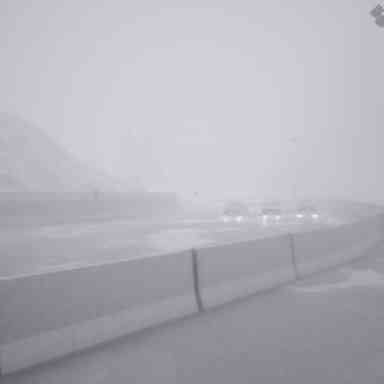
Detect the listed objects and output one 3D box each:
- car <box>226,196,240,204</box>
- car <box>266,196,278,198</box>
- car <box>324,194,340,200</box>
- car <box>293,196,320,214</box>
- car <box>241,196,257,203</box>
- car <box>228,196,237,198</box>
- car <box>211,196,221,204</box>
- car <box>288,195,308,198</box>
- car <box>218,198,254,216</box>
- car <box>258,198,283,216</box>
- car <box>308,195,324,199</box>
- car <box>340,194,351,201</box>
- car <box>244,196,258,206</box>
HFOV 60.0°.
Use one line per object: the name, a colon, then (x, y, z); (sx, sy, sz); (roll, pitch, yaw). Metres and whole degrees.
car: (8.511, 1.597, 69.205); (1.837, 1.490, 4.892); (0, 0, -5)
car: (13.302, 1.393, 54.716); (2.097, 1.767, 4.553); (0, 0, -4)
car: (29.296, 1.315, 72.444); (2.033, 1.411, 5.357); (0, 0, -5)
car: (12.383, 1.523, 36.311); (1.837, 1.490, 4.892); (1, 0, 12)
car: (11.943, 1.615, 70.090); (2.033, 1.411, 5.357); (0, 0, -5)
car: (6.430, 1.685, 52.784); (1.895, 1.301, 4.718); (0, 0, -4)
car: (5.056, 1.598, 68.549); (1.882, 1.535, 5.008); (0, 0, -5)
car: (22.328, 1.347, 71.785); (2.128, 1.511, 4.902); (0, 0, -5)
car: (4.582, 1.612, 33.776); (2.033, 1.411, 5.357); (0, 0, 20)
car: (8.293, 1.587, 33.966); (2.033, 1.411, 5.357); (0, 0, 18)
car: (25.812, 1.339, 72.114); (2.033, 1.411, 5.357); (0, 0, -5)
car: (32.781, 1.252, 72.774); (1.837, 1.490, 4.892); (0, 0, -5)
car: (9.859, 1.588, 53.857); (1.812, 1.442, 4.674); (0, 0, -4)
